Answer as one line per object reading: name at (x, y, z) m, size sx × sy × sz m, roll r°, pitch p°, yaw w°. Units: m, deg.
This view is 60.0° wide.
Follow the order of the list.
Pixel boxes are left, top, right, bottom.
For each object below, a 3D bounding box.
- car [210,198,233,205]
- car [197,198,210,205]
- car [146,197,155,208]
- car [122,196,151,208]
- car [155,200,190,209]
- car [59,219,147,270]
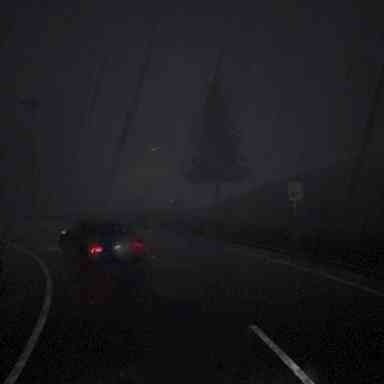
car at (6.286, 1.947, 66.506) m, size 4.181 × 1.385 × 1.994 m, roll 0°, pitch 0°, yaw -41°
car at (3.171, 1.955, 68.392) m, size 4.674 × 1.442 × 1.812 m, roll 0°, pitch -1°, yaw -42°
car at (-5.096, 1.988, 56.375) m, size 4.181 × 1.385 × 1.994 m, roll 0°, pitch -1°, yaw -42°
car at (-9.322, 1.692, 57.284) m, size 5.566 × 2.045 × 2.150 m, roll 0°, pitch -1°, yaw -42°
car at (-2.744, 1.932, 53.794) m, size 5.357 × 1.411 × 2.033 m, roll 0°, pitch -1°, yaw -42°
car at (-3.299, 1.656, 11.568) m, size 2.033 × 1.411 × 5.357 m, roll 0°, pitch 0°, yaw -30°
